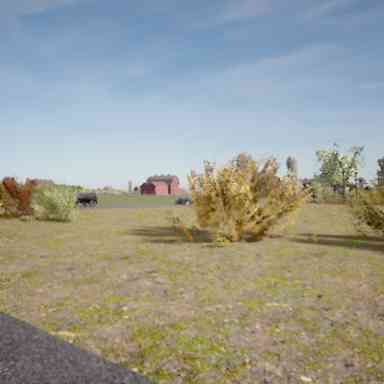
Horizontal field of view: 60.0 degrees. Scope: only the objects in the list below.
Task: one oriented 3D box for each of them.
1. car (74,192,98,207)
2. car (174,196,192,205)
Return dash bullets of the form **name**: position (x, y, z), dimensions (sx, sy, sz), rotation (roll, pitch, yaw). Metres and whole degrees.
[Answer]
- **car**: position (-15.626, 1.056, 45.933), dimensions (2.150, 2.045, 5.566), rotation (0, -1, 36)
- **car**: position (-0.643, 1.558, 60.444), dimensions (1.837, 1.490, 4.892), rotation (0, 0, 36)
